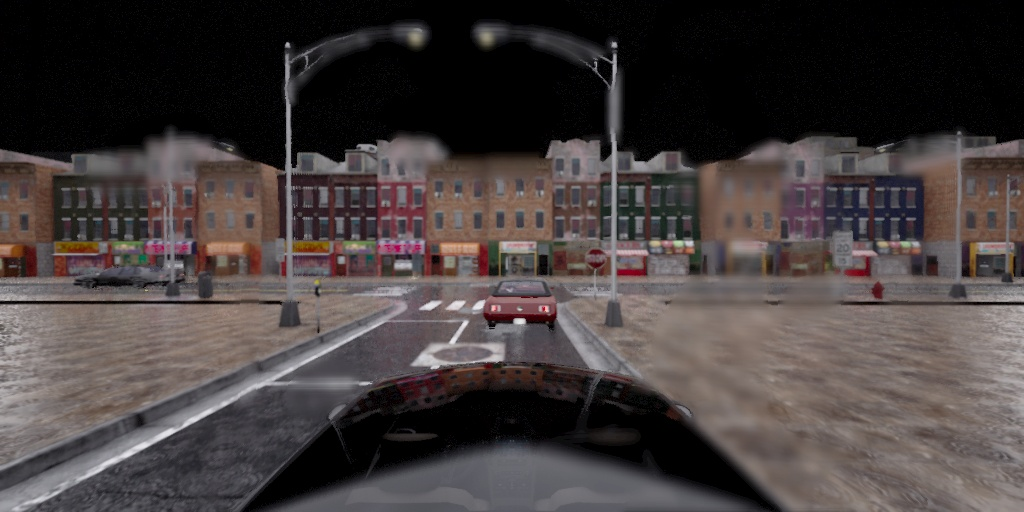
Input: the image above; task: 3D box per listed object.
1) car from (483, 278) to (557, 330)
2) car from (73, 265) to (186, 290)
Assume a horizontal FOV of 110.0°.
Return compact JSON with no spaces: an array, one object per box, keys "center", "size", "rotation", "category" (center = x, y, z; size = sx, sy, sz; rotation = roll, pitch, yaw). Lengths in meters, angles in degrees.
[{"center":[0.373,1.340,11.155],"size":[1.895,1.301,4.718],"rotation":[0,0,4],"category":"car"},{"center":[-23.257,1.268,21.931],"size":[5.357,1.411,2.033],"rotation":[0,1,0],"category":"car"}]
